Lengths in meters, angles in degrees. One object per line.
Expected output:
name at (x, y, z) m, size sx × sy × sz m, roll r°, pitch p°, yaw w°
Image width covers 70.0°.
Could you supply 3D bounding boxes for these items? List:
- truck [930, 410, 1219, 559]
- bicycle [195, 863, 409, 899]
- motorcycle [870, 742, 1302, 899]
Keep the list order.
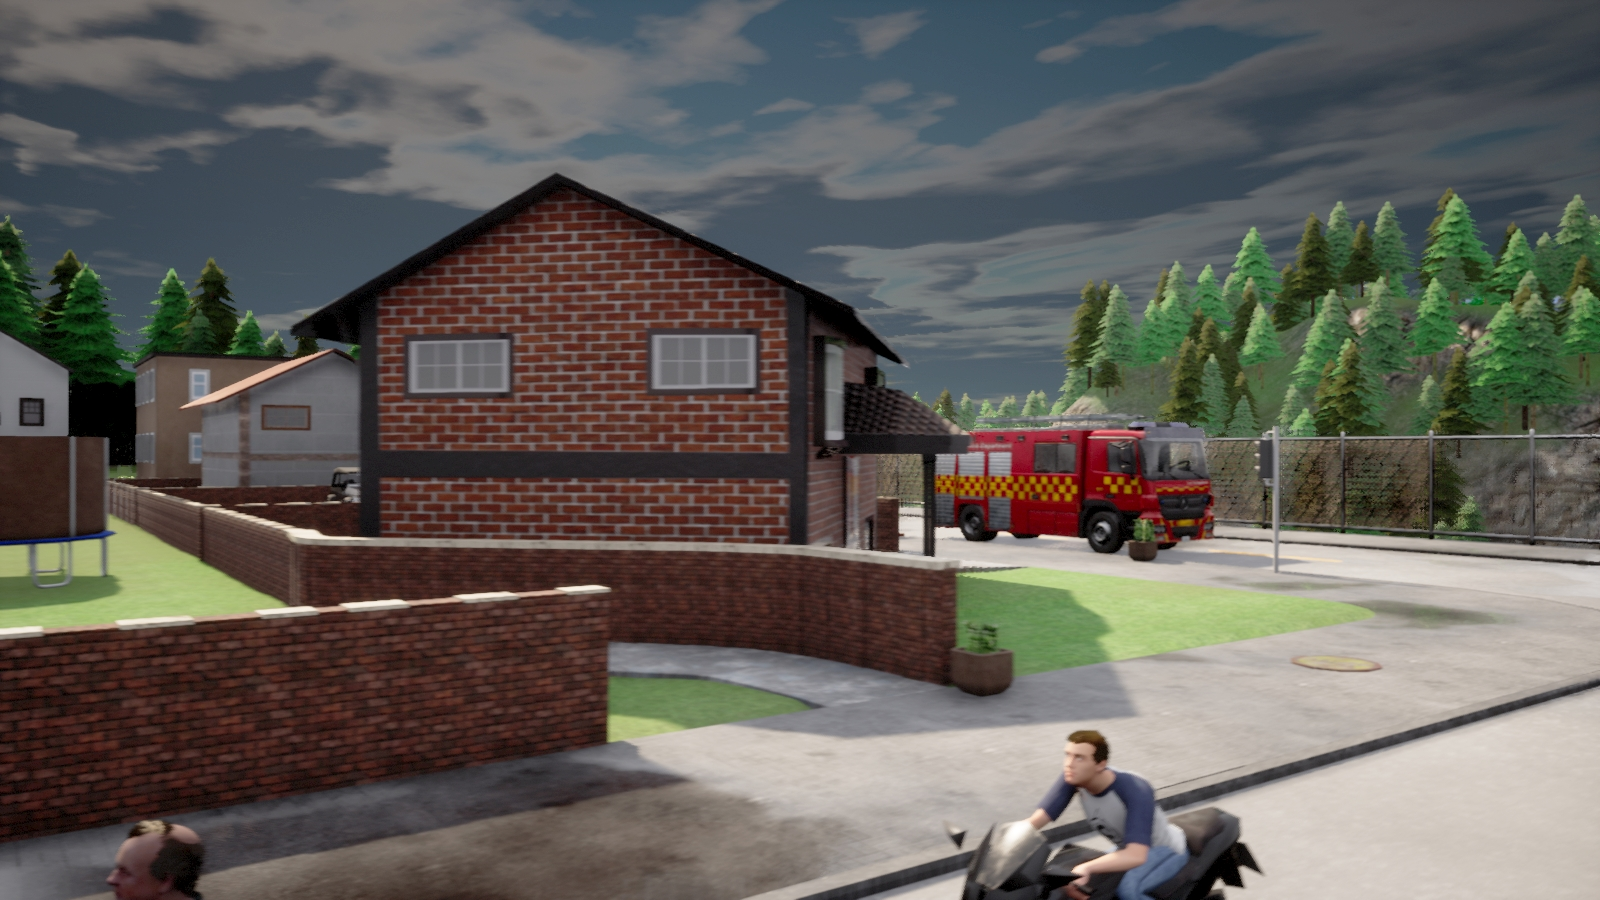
truck at (7.734, 0.891, 33.574) m, size 2.891 × 3.827 × 8.468 m, roll 0°, pitch 0°, yaw -35°
bicycle at (-2.010, 2.060, 3.004) m, size 1.835 × 1.471 × 0.329 m, roll 0°, pitch 0°, yaw -35°
motorcycle at (1.376, 2.186, 5.303) m, size 2.033 × 1.199 × 0.803 m, roll 0°, pitch 0°, yaw -35°
